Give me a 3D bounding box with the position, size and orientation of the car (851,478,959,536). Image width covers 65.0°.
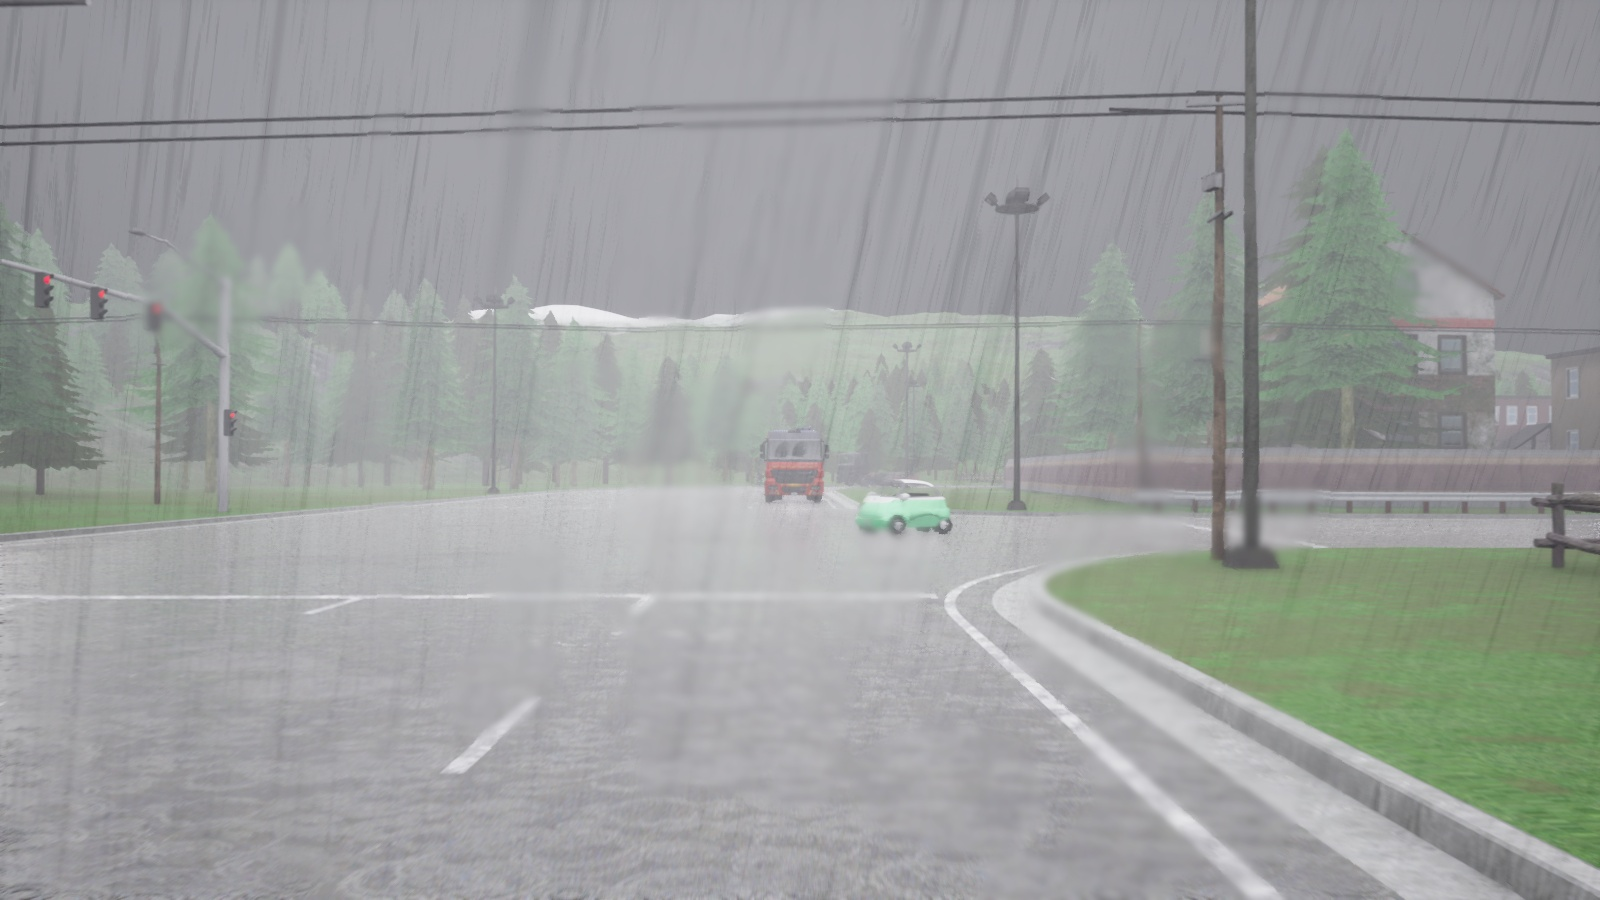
[{"bbox_3d":[2.604,1.379,31.053,2.207,1.376,1.481,1,-2,-31],"label":"car"}]

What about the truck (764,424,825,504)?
[{"bbox_3d":[-0.268,0.729,64.422,2.891,3.827,8.468,0,-1,0],"label":"truck"}]
